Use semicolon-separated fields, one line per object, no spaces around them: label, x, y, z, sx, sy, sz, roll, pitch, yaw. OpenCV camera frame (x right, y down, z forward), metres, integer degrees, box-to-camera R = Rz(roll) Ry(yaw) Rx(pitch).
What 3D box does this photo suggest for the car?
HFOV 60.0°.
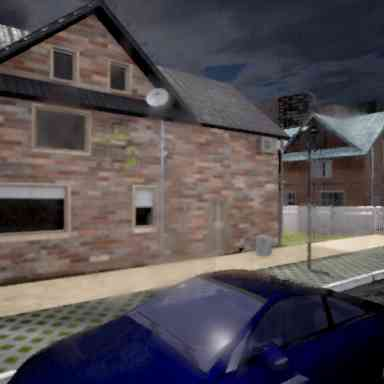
car;0.428;1.574;3.342;4.181;1.385;1.994;0;0;-35
